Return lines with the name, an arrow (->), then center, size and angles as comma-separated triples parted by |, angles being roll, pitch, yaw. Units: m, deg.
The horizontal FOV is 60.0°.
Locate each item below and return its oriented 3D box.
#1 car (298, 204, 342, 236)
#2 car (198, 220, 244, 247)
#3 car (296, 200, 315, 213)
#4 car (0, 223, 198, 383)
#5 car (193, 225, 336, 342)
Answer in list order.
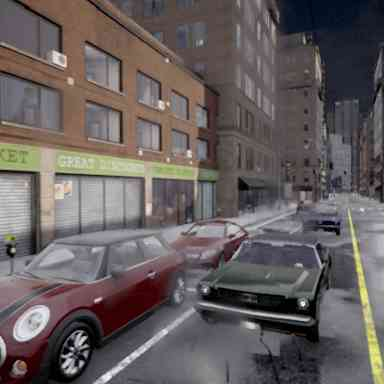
car -> 7.341, 1.581, 18.621 | 1.895, 1.301, 4.718 | 0, 0, 25
car -> 0.647, 1.574, 10.491 | 1.802, 1.307, 4.206 | -1, 0, 25
car -> 12.335, 1.501, 35.856 | 1.887, 1.381, 4.507 | -1, 0, 25
car -> -1.692, 1.437, 5.418 | 1.967, 1.590, 4.097 | -1, 0, 25
car -> 1.761, 1.595, 6.756 | 1.895, 1.301, 4.718 | 0, 0, 25
